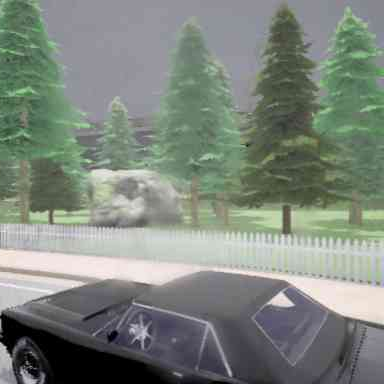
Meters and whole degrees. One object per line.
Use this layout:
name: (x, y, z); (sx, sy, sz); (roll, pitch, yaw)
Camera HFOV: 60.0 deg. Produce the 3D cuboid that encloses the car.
car: (-0.061, 1.595, 3.625); (4.718, 1.301, 1.895); (-1, 0, 33)
